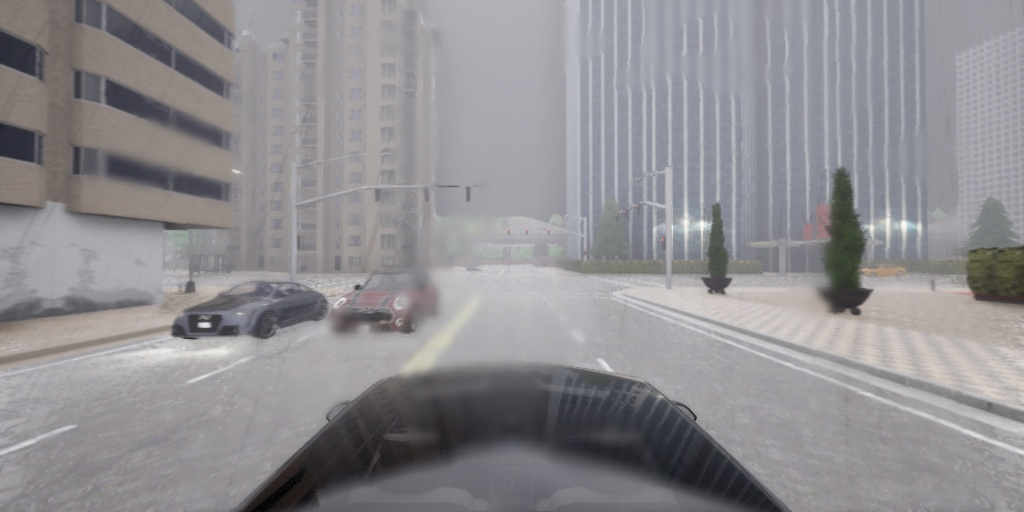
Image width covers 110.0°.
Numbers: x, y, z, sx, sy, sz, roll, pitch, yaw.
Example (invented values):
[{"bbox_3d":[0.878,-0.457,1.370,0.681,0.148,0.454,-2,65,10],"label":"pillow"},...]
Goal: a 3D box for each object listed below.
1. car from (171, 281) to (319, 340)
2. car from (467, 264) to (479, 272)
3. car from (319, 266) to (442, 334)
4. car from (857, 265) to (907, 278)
[{"bbox_3d":[-7.072,1.425,10.248,1.994,1.385,4.181,0,-1,0],"label":"car"},{"bbox_3d":[-6.990,2.162,64.609,1.895,1.301,4.718,0,-1,0],"label":"car"},{"bbox_3d":[-3.566,1.221,10.990,2.097,1.767,4.553,0,-1,0],"label":"car"},{"bbox_3d":[41.754,1.730,40.736,5.008,1.535,1.882,0,-1,0],"label":"car"}]
